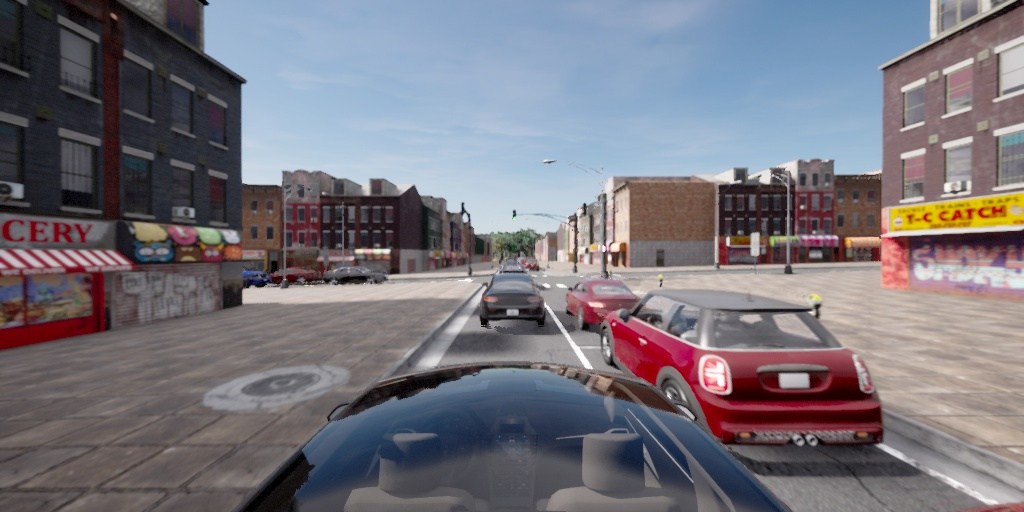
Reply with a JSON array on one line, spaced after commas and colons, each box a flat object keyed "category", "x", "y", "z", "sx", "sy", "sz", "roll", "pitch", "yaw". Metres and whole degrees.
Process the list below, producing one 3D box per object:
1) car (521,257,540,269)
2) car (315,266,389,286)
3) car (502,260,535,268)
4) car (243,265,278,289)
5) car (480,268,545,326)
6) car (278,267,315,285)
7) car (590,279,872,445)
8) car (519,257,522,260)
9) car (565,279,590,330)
[{"category": "car", "x": 2.634, "y": 1.209, "z": 48.092, "sx": 1.967, "sy": 1.591, "sz": 4.097, "roll": 0, "pitch": 0, "yaw": 0}, {"category": "car", "x": -12.269, "y": 1.561, "z": 28.262, "sx": 4.902, "sy": 1.511, "sz": 2.128, "roll": -2, "pitch": 0, "yaw": 0}, {"category": "car", "x": 0.095, "y": 1.229, "z": 23.090, "sx": 2.128, "sy": 1.511, "sz": 4.902, "roll": 0, "pitch": 0, "yaw": 0}, {"category": "car", "x": -22.190, "y": 1.638, "z": 28.241, "sx": 5.566, "sy": 2.045, "sz": 2.150, "roll": -2, "pitch": 0, "yaw": 0}, {"category": "car", "x": 0.010, "y": 1.264, "z": 11.420, "sx": 1.812, "sy": 1.442, "sz": 4.674, "roll": 0, "pitch": 0, "yaw": 0}, {"category": "car", "x": -19.338, "y": 1.770, "z": 31.249, "sx": 5.008, "sy": 1.535, "sz": 1.882, "roll": -2, "pitch": 0, "yaw": -1}, {"category": "car", "x": 2.637, "y": 1.185, "z": 5.285, "sx": 1.967, "sy": 1.591, "sz": 4.097, "roll": 0, "pitch": 0, "yaw": 0}, {"category": "car", "x": 2.634, "y": 1.096, "z": 53.494, "sx": 2.192, "sy": 1.841, "sz": 5.009, "roll": 0, "pitch": 0, "yaw": 0}, {"category": "car", "x": 2.637, "y": 1.321, "z": 10.751, "sx": 1.802, "sy": 1.307, "sz": 4.207, "roll": 0, "pitch": 0, "yaw": 0}]
